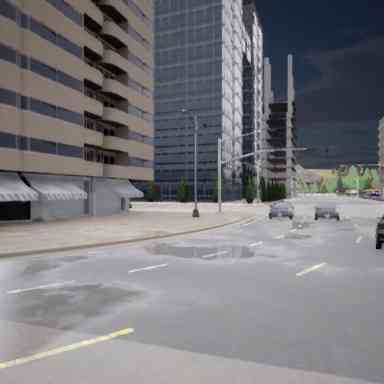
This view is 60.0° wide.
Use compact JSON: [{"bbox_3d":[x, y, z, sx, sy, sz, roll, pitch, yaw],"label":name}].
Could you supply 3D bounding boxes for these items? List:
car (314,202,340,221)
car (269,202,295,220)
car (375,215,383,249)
[{"bbox_3d":[11.050,1.558,27.315,1.812,1.442,4.674,0,0,21],"label":"car"},{"bbox_3d":[7.776,1.558,28.553,1.812,1.442,4.674,0,0,21],"label":"car"},{"bbox_3d":[8.799,1.483,13.821,1.882,1.535,5.008,0,0,32],"label":"car"}]
